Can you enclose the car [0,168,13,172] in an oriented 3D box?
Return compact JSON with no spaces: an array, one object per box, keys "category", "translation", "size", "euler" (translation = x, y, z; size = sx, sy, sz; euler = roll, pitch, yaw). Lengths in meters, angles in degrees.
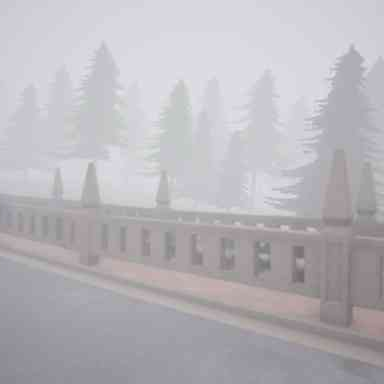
[{"category":"car","translation":[-30.435,-4.070,52.855],"size":[2.097,1.767,4.553],"euler":[10,6,37]}]
